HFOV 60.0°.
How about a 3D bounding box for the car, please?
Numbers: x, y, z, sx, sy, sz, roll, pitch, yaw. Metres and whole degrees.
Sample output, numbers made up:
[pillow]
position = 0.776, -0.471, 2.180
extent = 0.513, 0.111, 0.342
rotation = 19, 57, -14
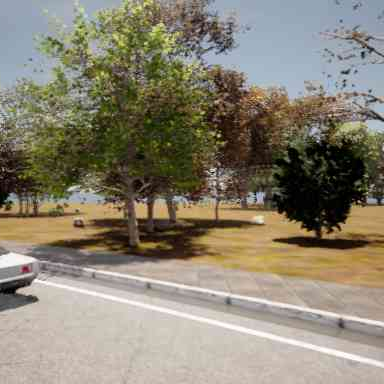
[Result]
[car]
position = -5.663, 1.620, 7.428
extent = 4.718, 1.301, 1.895
rotation = 0, 0, 31
